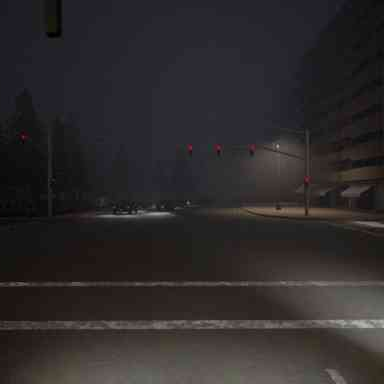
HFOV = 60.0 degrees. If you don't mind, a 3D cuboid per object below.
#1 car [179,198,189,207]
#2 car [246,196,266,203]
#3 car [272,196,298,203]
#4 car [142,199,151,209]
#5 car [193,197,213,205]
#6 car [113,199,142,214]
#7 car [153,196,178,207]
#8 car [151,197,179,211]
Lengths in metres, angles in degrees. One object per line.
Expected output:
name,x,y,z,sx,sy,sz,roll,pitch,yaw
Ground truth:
car,-1.891,1.544,50.358,2.033,1.411,5.357,0,0,15
car,13.156,1.473,68.031,5.008,1.535,1.882,0,0,-41
car,18.520,1.473,67.542,5.008,1.535,1.882,0,0,-33
car,-6.398,1.598,44.125,1.895,1.301,4.718,0,0,6
car,2.003,1.597,59.585,1.895,1.301,4.718,0,0,31
car,-6.945,1.523,35.047,1.812,1.442,4.674,0,0,2
car,-4.269,1.488,53.968,2.128,1.511,4.902,0,0,20
car,-3.208,1.489,40.629,2.128,1.511,4.902,0,0,4
